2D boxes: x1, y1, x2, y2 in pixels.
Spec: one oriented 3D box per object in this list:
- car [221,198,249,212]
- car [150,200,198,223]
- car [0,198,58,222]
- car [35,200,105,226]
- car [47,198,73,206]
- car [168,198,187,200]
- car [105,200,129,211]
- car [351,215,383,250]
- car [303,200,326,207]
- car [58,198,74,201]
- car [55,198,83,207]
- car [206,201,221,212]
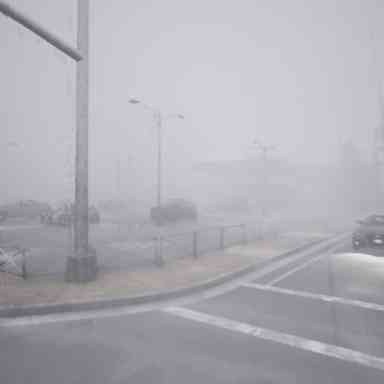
[{"bbox_3d":[5.950,1.676,43.736,1.905,1.878,3.866,0,-1,35],"label":"car"},{"bbox_3d":[-1.441,1.687,27.049,2.007,1.523,4.514,0,-1,35],"label":"car"},{"bbox_3d":[-13.928,1.472,26.890,2.152,1.636,5.027,0,-1,35],"label":"car"},{"bbox_3d":[-8.512,1.546,23.431,1.970,1.475,3.806,0,-1,35],"label":"car"},{"bbox_3d":[-26.931,2.000,67.758,2.007,1.523,4.514,0,-1,35],"label":"car"},{"bbox_3d":[-1.290,1.611,39.232,1.932,1.855,4.605,0,-1,35],"label":"car"},{"bbox_3d":[-11.027,1.837,47.032,2.007,1.523,4.514,0,-1,35],"label":"car"},{"bbox_3d":[8.131,1.683,14.097,1.994,1.385,4.181,0,-1,36],"label":"car"},{"bbox_3d":[26.108,2.468,71.113,4.611,1.667,2.242,0,-1,35],"label":"car"},{"bbox_3d":[-19.144,1.872,52.861,1.845,1.501,3.633,0,-1,35],"label":"car"},{"bbox_3d":[-24.345,1.987,65.982,2.152,1.636,5.027,0,-1,35],"label":"car"},{"bbox_3d":[3.594,1.971,46.158,1.970,1.475,3.806,0,-1,35],"label":"car"}]
